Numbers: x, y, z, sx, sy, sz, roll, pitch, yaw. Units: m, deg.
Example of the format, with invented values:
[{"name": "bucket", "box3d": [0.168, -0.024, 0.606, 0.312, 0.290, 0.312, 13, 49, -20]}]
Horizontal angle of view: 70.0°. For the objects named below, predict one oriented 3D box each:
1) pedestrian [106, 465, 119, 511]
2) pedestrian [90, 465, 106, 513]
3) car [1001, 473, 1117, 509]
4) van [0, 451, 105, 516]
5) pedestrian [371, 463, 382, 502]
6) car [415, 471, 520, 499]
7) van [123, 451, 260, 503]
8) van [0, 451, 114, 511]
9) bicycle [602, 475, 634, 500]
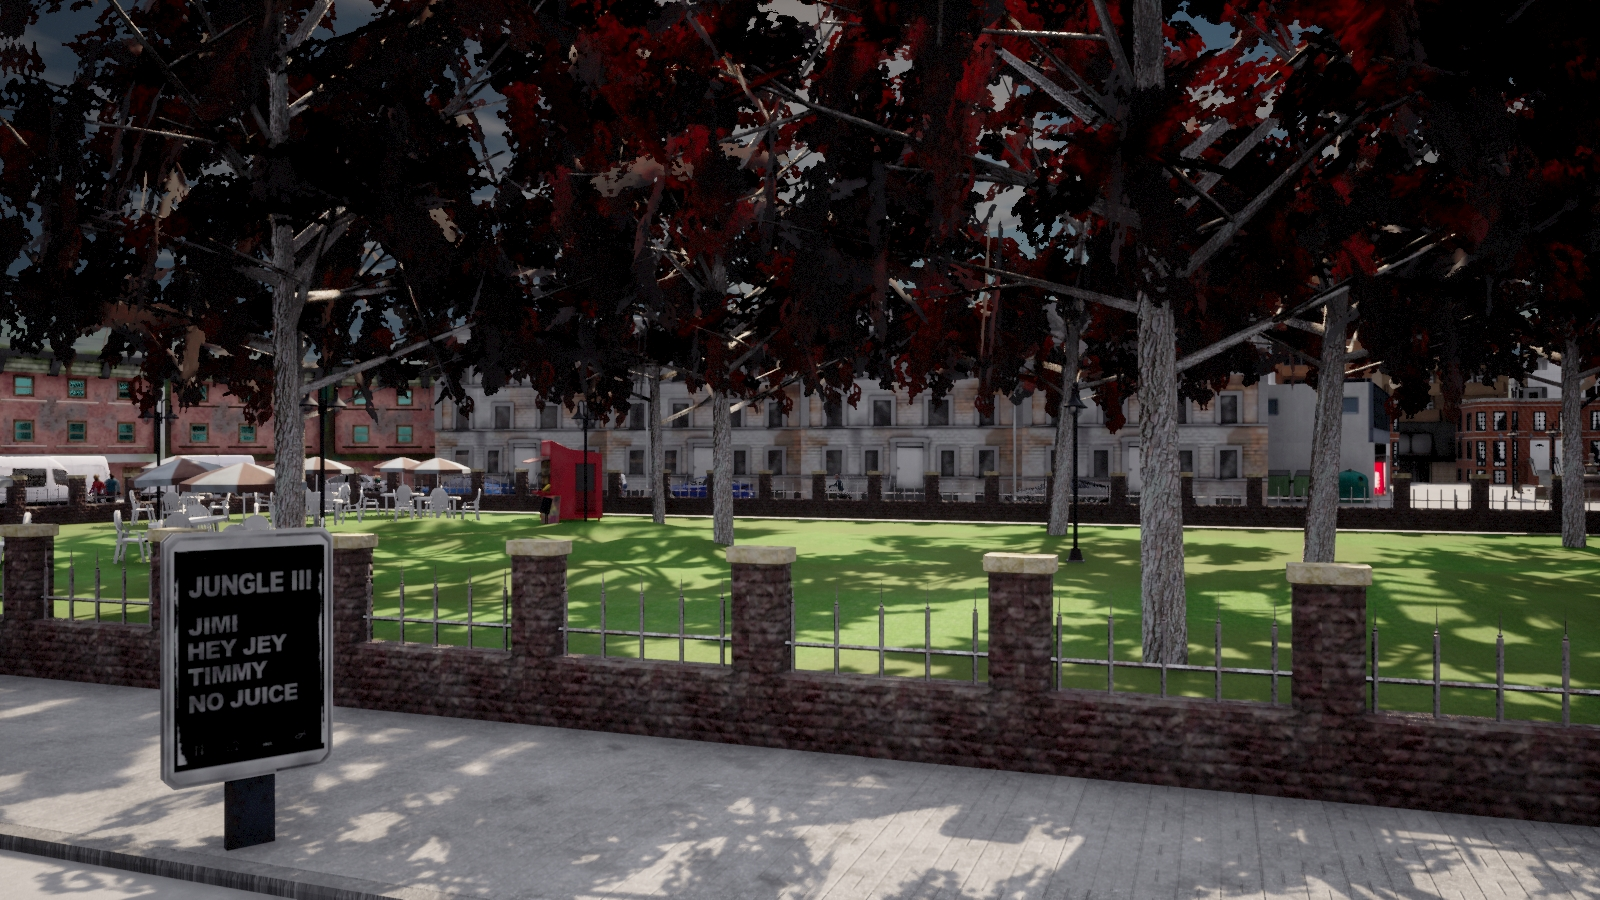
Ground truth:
[{"name": "pedestrian", "box3d": [-27.945, 1.542, 46.415, 0.375, 1.860, 0.375, 0, 0, -18]}, {"name": "pedestrian", "box3d": [-27.648, 1.542, 45.023, 0.375, 1.860, 0.375, 0, 0, 12]}, {"name": "car", "box3d": [11.795, 1.830, 51.970, 4.902, 1.511, 2.128, 0, 0, 20]}, {"name": "van", "box3d": [-31.932, 1.333, 46.868, 1.988, 2.561, 5.915, 0, 0, 20]}, {"name": "pedestrian", "box3d": [-20.129, 1.539, 54.305, 0.375, 1.860, 0.375, 0, 0, 21]}, {"name": "car", "box3d": [-18.262, 1.902, 62.828, 5.357, 1.411, 2.033, 0, 0, 19]}, {"name": "van", "box3d": [-31.314, 1.336, 58.944, 1.988, 2.561, 5.915, 0, 0, 41]}, {"name": "van", "box3d": [-34.456, 1.334, 51.696, 1.988, 2.561, 5.915, 0, 0, 21]}, {"name": "bicycle", "box3d": [-9.502, 1.948, 59.688, 1.643, 1.296, 0.373, 0, 0, 20]}]
